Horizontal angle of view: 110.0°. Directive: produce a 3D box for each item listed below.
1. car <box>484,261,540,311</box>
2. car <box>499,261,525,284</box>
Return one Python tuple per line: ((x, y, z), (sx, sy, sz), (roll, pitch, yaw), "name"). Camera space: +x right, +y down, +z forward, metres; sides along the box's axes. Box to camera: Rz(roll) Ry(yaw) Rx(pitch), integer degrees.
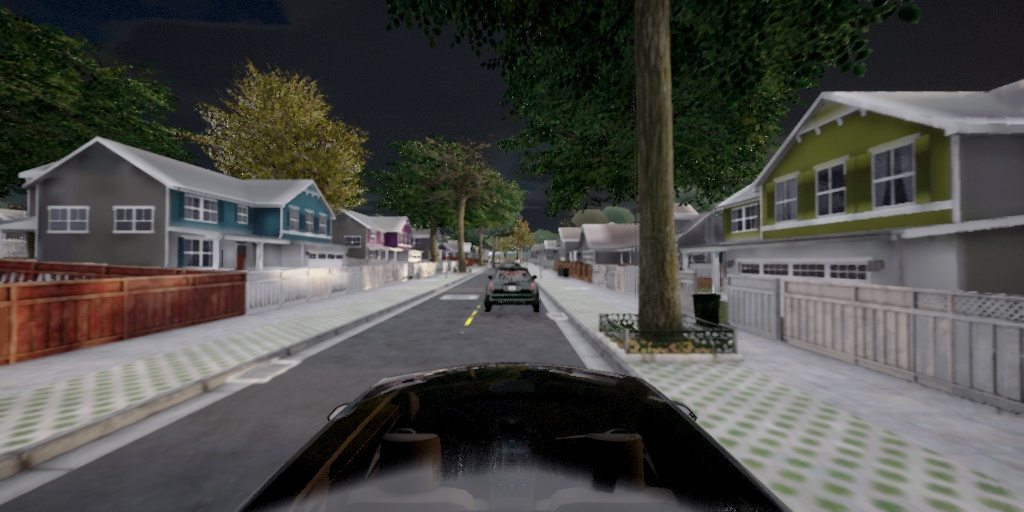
((0.020, 1.220, 15.276), (2.097, 1.767, 4.553), (0, -1, 0), "car")
((0.017, 1.320, 30.270), (2.097, 1.767, 4.553), (0, 0, 0), "car")
